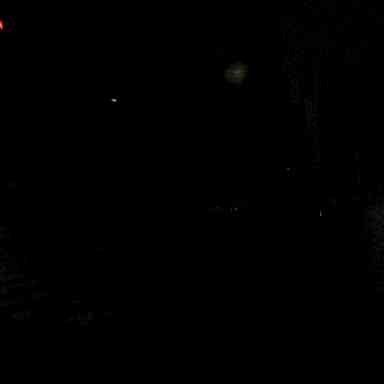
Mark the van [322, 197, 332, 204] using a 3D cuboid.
[{"bbox_3d":[33.528,2.076,82.792,1.690,1.788,3.998,-1,-1,31],"label":"van"}]

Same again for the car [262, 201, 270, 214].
[{"bbox_3d":[7.401,1.933,39.277,1.802,1.307,4.206,-1,-1,31],"label":"car"}]

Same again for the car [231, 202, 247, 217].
[{"bbox_3d":[4.496,1.754,34.443,1.967,1.590,4.097,-1,-1,31],"label":"car"}]

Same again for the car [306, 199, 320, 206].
[{"bbox_3d":[24.821,2.158,68.285,1.947,1.339,4.313,-1,-1,31],"label":"car"}]

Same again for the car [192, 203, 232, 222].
[{"bbox_3d":[1.594,1.861,29.608,1.802,1.307,4.206,-1,-1,31],"label":"car"}]

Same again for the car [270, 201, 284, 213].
[{"bbox_3d":[10.216,1.913,43.966,1.752,1.417,4.829,-1,-1,31],"label":"car"}]

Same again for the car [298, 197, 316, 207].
[{"bbox_3d":[21.915,1.866,63.454,2.192,1.841,5.009,-1,-1,31],"label":"car"}]

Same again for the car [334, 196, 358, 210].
[{"bbox_3d":[20.510,1.612,44.557,2.192,1.841,5.009,-1,-1,31],"label":"car"}]

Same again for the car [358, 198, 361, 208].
[{"bbox_3d":[23.414,1.903,49.386,1.947,1.339,4.313,-1,-1,31],"label":"car"}]

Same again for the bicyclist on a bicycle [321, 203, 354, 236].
[{"bbox_3d":[7.194,1.356,16.627,1.656,1.620,0.582,-1,-1,31],"label":"bicyclist on a bicycle"}]

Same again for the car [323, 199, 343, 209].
[{"bbox_3d":[22.408,1.886,52.700,2.128,1.511,4.902,-1,-1,31],"label":"car"}]

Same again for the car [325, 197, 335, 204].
[{"bbox_3d":[36.432,2.228,87.625,1.967,1.590,4.097,-1,-1,31],"label":"car"}]

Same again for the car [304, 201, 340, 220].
[{"bbox_3d":[11.803,1.749,30.050,1.947,1.339,4.313,-1,-1,31],"label":"car"}]

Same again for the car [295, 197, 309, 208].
[{"bbox_3d":[19.013,2.055,58.616,1.887,1.381,4.507,-1,-1,31],"label":"car"}]

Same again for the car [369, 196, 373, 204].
[{"bbox_3d":[40.832,2.186,78.389,1.802,1.307,4.206,-1,-1,31],"label":"car"}]

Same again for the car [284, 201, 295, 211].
[{"bbox_3d":[13.207,1.994,48.947,1.947,1.339,4.313,-1,-1,31],"label":"car"}]

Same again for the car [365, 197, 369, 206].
[{"bbox_3d":[32.122,1.776,63.892,2.192,1.841,5.009,-1,-1,31],"label":"car"}]

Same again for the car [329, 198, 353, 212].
[{"bbox_3d":[17.608,1.802,39.719,1.887,1.381,4.507,-1,-1,31],"label":"car"}]

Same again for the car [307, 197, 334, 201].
[{"bbox_3d":[17.087,1.811,43.836,2.128,1.511,4.902,-1,-1,31],"label":"car"}]

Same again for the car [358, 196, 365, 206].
[{"bbox_3d":[26.316,1.694,54.224,2.192,1.841,5.009,-1,-1,31],"label":"car"}]
